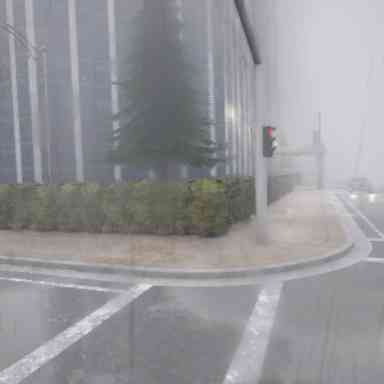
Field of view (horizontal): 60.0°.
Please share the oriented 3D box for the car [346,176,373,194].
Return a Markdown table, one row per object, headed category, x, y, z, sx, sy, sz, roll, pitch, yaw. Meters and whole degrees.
| category | x | y | z | sx | sy | sz | roll | pitch | yaw |
| --- | --- | --- | --- | --- | --- | --- | --- | --- | --- |
| car | 15.687 | -0.709 | 31.310 | 1.837 | 1.490 | 4.892 | -1 | 3 | 21 |
